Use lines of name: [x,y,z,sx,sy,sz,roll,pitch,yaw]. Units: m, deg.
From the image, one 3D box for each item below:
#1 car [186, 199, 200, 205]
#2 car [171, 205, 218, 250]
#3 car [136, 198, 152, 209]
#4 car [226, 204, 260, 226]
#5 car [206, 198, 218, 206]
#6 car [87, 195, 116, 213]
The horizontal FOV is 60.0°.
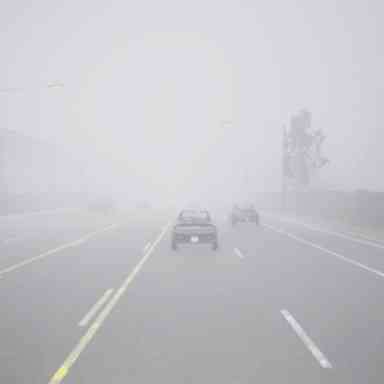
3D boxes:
car: [0.092,1.708,47.951,1.812,1.442,4.674,0,0,0]
car: [0.097,1.549,14.680,2.128,1.511,4.902,0,0,0]
car: [-7.043,1.664,49.143,1.882,1.535,5.008,0,0,0]
car: [3.596,1.584,24.044,2.128,1.511,4.902,0,0,0]
car: [3.590,1.775,59.544,2.033,1.411,5.357,0,0,0]
car: [-10.577,1.370,39.406,2.150,2.045,5.566,0,0,0]
